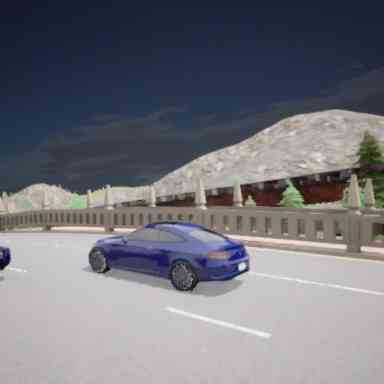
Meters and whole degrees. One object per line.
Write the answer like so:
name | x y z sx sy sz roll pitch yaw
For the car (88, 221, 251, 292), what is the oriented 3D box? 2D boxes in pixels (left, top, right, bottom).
car | -0.744 1.508 8.828 4.674 1.442 1.812 0 0 36

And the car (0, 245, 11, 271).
car | -6.929 1.640 8.946 4.718 1.301 1.895 -2 -1 36
